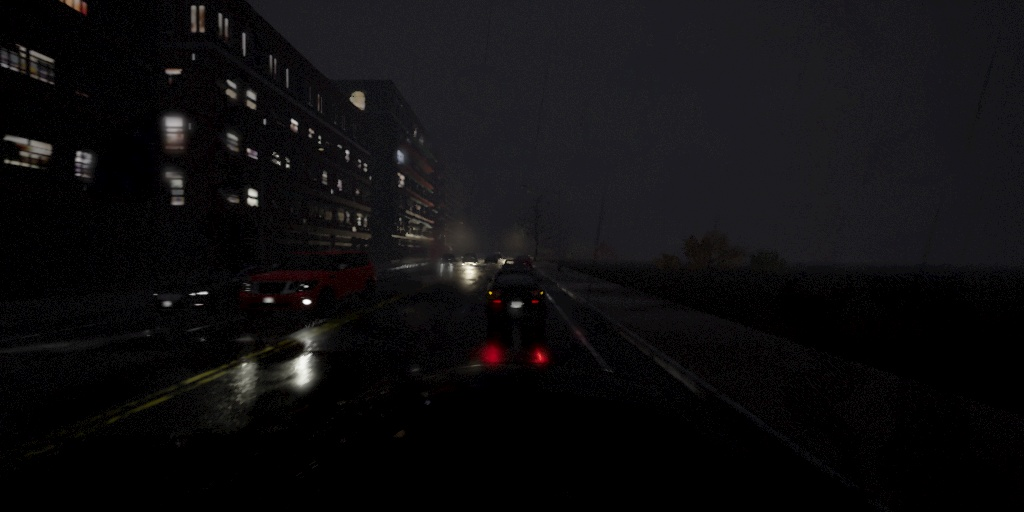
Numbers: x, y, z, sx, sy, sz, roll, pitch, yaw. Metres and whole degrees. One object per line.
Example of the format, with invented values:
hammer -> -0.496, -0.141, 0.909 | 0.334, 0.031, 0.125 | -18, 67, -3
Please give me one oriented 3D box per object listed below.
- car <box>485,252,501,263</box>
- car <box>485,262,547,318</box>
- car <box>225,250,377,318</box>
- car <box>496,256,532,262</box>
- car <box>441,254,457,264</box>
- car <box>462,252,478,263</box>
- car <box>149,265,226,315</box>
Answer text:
car -> -3.233, 0.427, 56.607 | 1.994, 1.385, 4.181 | 0, 1, 0
car -> 0.093, 1.110, 12.015 | 1.812, 1.442, 4.674 | 0, 1, -1
car -> -6.598, 0.799, 12.479 | 2.150, 2.045, 5.566 | 0, 1, 0
car -> 0.107, 0.929, 25.668 | 1.994, 1.385, 4.181 | 0, 1, -1
car -> -9.795, 0.379, 55.897 | 1.837, 1.490, 4.892 | 0, 1, 1
car -> -6.544, 0.225, 55.937 | 2.097, 1.767, 4.553 | 0, 1, 1
car -> -9.847, 1.065, 12.686 | 2.128, 1.511, 4.902 | 0, 1, 0
